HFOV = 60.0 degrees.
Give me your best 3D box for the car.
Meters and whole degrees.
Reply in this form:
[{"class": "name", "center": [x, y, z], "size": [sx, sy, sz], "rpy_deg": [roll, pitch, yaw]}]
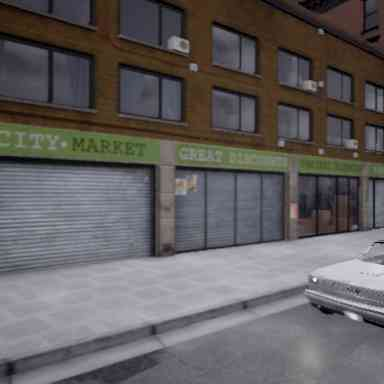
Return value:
[{"class": "car", "center": [4.293, 1.617, 6.431], "size": [4.718, 1.301, 1.895], "rpy_deg": [0, 0, -35]}]
